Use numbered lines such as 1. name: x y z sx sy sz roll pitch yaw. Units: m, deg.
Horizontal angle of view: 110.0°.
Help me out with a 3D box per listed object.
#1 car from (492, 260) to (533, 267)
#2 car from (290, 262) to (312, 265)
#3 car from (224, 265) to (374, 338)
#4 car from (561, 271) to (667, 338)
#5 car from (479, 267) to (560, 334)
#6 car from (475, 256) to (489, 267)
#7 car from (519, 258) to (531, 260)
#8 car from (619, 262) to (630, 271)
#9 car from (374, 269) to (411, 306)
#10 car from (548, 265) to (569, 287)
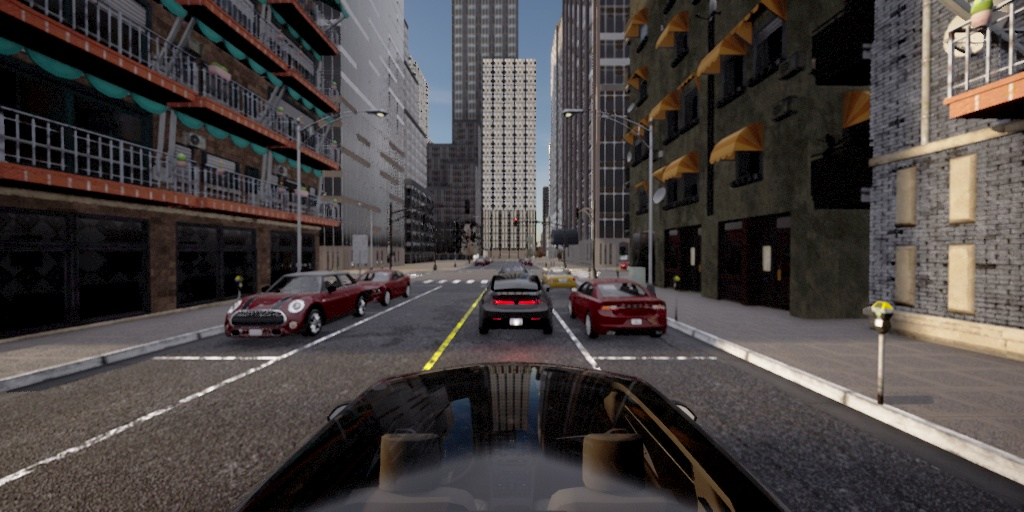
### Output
1. car: 0.093 1.198 20.626 2.128 1.511 4.902 0 0 0
2. car: -23.847 1.411 39.807 4.097 1.591 1.967 0 0 0
3. car: -5.694 1.170 9.958 1.967 1.591 4.097 0 0 0
4. car: 2.687 1.276 9.947 1.888 1.381 4.507 0 0 0
5. car: 0.097 1.234 10.494 1.837 1.490 4.892 0 0 0
6. car: -5.712 1.155 64.518 1.888 1.381 4.507 0 0 0
7. car: 2.668 1.050 64.519 1.967 1.591 4.097 0 0 0
8. car: 14.250 0.922 40.139 4.507 1.381 1.888 0 0 0
9. car: -5.696 1.263 15.482 1.888 1.381 4.507 0 0 0
10. car: 2.683 1.231 21.163 1.751 1.417 4.829 0 0 0
